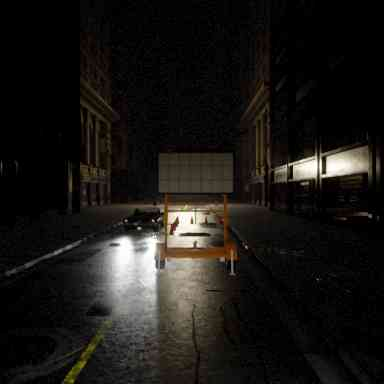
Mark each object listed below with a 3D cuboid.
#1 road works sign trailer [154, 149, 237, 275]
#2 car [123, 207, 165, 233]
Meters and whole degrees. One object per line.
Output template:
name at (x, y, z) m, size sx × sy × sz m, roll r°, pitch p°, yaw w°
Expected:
road works sign trailer at (0.114, 0.466, 10.413) m, size 2.380 × 3.560 × 2.880 m, roll 0°, pitch 0°, yaw 1°
car at (-2.772, 1.606, 19.816) m, size 1.895 × 1.301 × 4.718 m, roll 0°, pitch 0°, yaw 1°
